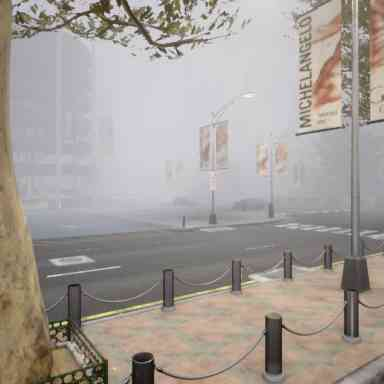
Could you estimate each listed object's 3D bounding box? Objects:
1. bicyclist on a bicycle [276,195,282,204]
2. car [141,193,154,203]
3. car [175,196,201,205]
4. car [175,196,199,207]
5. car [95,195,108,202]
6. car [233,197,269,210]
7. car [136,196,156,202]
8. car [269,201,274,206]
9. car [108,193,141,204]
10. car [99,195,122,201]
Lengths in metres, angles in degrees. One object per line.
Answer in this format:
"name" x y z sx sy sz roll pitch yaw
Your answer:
"bicyclist on a bicycle" 15.756 1.300 60.497 1.656 1.620 0.582 0 0 -36
"car" -11.234 1.224 68.557 5.566 2.045 2.150 0 0 33
"car" -0.772 1.491 58.460 2.128 1.511 4.902 0 0 -38
"car" -0.958 1.477 52.910 1.882 1.535 5.008 0 0 -36
"car" -20.459 1.449 76.320 4.892 1.490 1.837 0 0 12
"car" 7.036 1.563 41.693 1.994 1.385 4.181 0 0 -35
"car" -10.472 1.552 76.159 4.181 1.385 1.994 0 0 26
"car" 8.929 1.491 45.081 2.128 1.511 4.902 0 0 -35
"car" -13.324 1.217 65.554 5.566 2.045 2.150 0 0 32
"car" -19.495 1.417 79.685 5.008 1.535 1.882 0 0 12
